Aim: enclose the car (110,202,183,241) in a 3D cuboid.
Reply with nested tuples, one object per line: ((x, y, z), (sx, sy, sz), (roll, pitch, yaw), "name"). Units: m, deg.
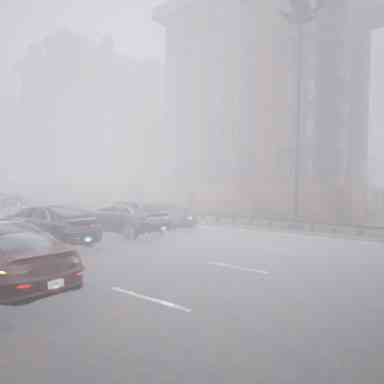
((-3.115, 1.185, 14.810), (4.902, 1.511, 2.128), (2, 1, 35), "car")

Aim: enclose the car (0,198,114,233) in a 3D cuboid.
((-5.294, 1.193, 12.065), (4.892, 1.490, 1.837), (2, 1, 35), "car")

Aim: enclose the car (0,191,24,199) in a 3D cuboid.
((-15.979, 0.690, 28.282), (4.892, 1.490, 1.837), (2, 1, 35), "car")

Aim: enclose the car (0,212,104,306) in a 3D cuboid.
((-4.169, 1.322, 6.948), (4.674, 1.442, 1.812), (2, 1, 35), "car")

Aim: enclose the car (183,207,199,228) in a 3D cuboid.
((-1.707, 1.236, 18.105), (4.181, 1.385, 1.994), (2, 1, 35), "car")
